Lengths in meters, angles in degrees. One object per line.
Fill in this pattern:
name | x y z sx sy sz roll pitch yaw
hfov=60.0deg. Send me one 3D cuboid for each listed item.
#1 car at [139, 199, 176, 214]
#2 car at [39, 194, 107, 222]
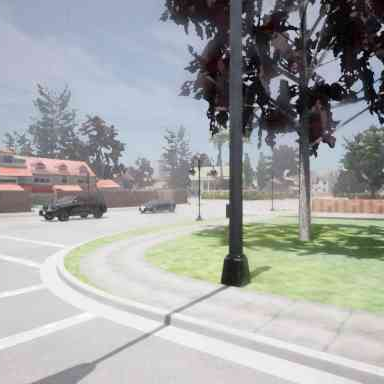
car | -3.661 1.492 35.905 2.128 1.511 4.902 0 0 34
car | -9.536 1.222 27.239 2.150 2.045 5.566 0 0 35
